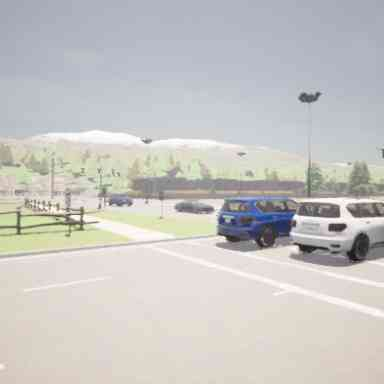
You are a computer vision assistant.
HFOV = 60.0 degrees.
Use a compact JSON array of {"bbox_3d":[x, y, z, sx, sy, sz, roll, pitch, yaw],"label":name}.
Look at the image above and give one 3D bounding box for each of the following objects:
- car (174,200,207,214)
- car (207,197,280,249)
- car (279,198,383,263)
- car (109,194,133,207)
[{"bbox_3d":[0.115,1.580,36.041,2.033,1.411,5.357,0,0,-35],"label":"car"},{"bbox_3d":[3.624,1.242,14.929,5.566,2.045,2.150,0,0,-36],"label":"car"},{"bbox_3d":[6.021,1.243,12.341,5.566,2.045,2.150,0,0,-36],"label":"car"},{"bbox_3d":[-11.233,1.254,52.354,2.150,2.045,5.566,0,0,-35],"label":"car"}]
